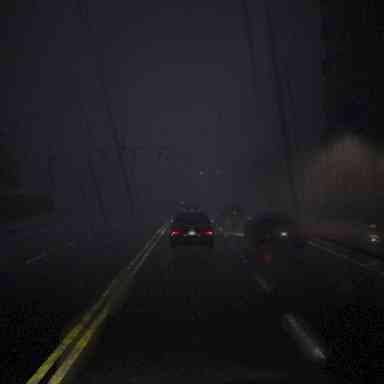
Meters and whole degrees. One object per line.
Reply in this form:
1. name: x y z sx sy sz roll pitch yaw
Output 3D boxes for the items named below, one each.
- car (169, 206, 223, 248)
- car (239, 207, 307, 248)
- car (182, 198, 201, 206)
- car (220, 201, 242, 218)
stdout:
1. car: 0.000 1.562 14.650 2.033 1.411 5.357 0 0 0
2. car: 3.500 1.571 14.650 1.994 1.385 4.181 0 0 0
3. car: 0.000 1.562 29.650 2.033 1.411 5.357 0 0 0
4. car: 3.500 1.532 29.650 1.812 1.442 4.674 0 0 0
